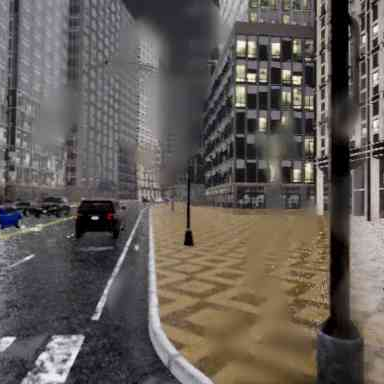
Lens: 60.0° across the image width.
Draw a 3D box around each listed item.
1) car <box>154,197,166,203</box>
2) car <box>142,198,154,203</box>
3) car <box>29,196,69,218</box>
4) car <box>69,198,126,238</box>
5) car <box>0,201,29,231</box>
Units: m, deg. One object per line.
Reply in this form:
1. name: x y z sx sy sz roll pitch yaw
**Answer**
1. car: -9.172 2.349 91.834 1.812 1.442 4.674 0 -1 6
2. car: -12.489 2.285 91.193 1.837 1.490 4.892 0 -1 6
3. car: -13.419 1.420 32.253 2.150 2.045 5.566 1 -1 -7
4. car: -5.029 1.379 18.731 2.150 2.045 5.566 1 -1 -7
5. car: -11.845 1.558 19.959 1.882 1.535 5.008 1 -1 -7
